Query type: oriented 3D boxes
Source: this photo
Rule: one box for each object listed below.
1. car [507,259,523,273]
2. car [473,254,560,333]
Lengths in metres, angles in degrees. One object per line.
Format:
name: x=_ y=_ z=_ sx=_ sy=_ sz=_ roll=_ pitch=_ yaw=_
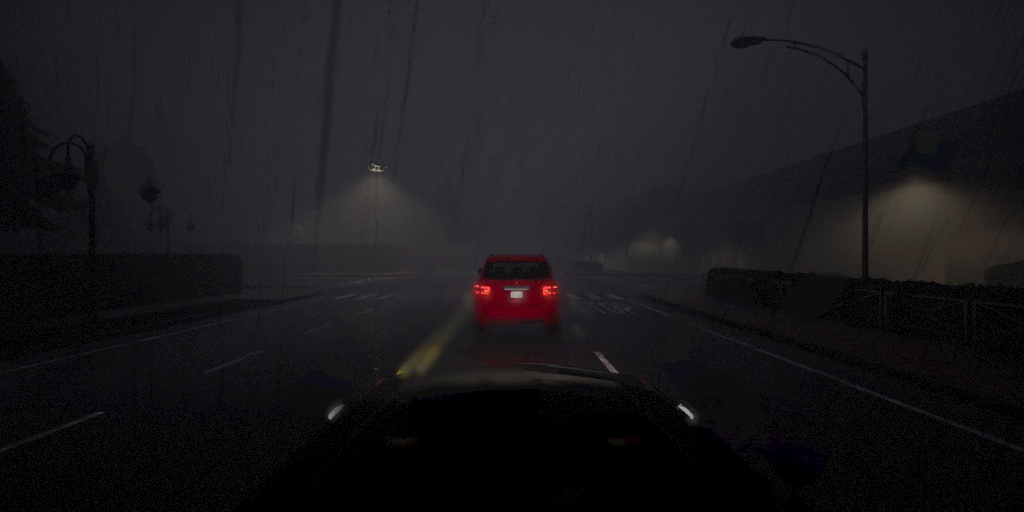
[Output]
car: x=0.346 y=1.226 z=45.411 sx=1.882 sy=1.535 sz=5.008 roll=0 pitch=0 yaw=1
car: x=0.120 y=0.971 z=10.841 sx=2.150 sy=2.045 sz=5.566 roll=0 pitch=0 yaw=0
